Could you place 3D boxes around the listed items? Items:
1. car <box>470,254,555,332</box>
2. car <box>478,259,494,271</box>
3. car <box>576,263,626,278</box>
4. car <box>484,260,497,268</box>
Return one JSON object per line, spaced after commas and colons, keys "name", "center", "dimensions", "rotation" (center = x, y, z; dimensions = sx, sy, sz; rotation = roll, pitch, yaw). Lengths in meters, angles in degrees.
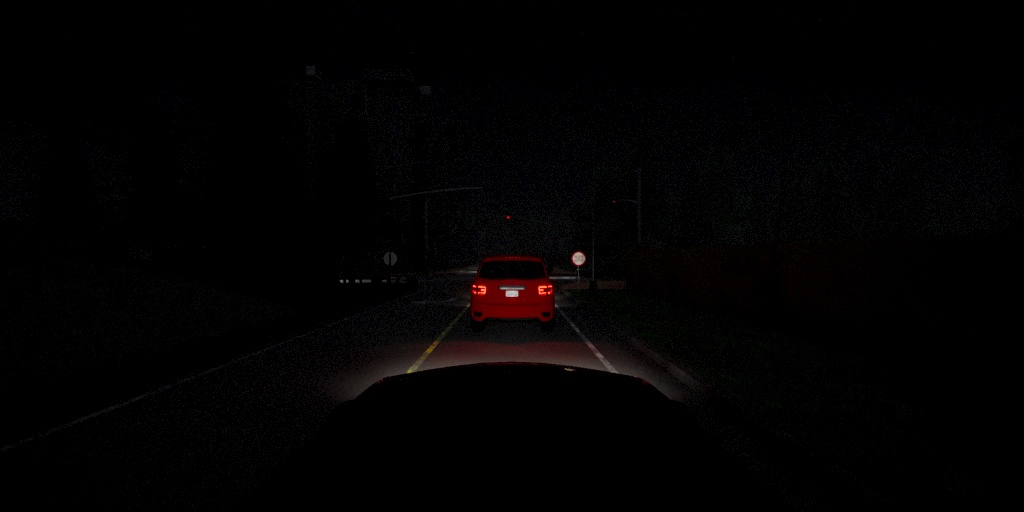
{"name": "car", "center": [0.050, 0.971, 11.027], "dimensions": [2.150, 2.045, 5.566], "rotation": [0, 0, 1]}
{"name": "car", "center": [-3.550, 1.227, 50.077], "dimensions": [1.882, 1.535, 5.008], "rotation": [0, 0, 0]}
{"name": "car", "center": [8.287, 1.337, 32.875], "dimensions": [4.718, 1.301, 1.895], "rotation": [0, 0, -6]}
{"name": "car", "center": [-3.528, 1.313, 60.001], "dimensions": [1.994, 1.385, 4.181], "rotation": [0, 0, 0]}
